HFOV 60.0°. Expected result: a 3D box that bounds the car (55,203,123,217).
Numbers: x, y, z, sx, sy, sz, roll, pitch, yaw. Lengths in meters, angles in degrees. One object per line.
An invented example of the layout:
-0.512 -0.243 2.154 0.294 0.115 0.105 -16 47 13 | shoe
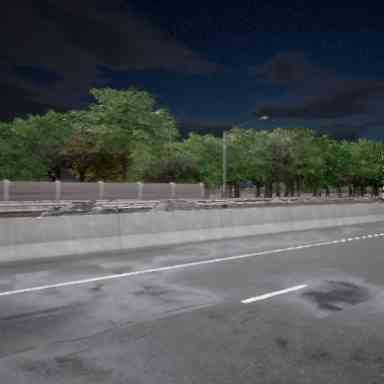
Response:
-5.882 1.589 21.288 4.718 1.301 1.895 0 0 -35 | car

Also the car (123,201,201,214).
-1.472 1.337 20.129 4.553 1.767 2.097 0 0 -35 | car

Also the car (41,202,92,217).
-8.221 1.494 23.918 4.892 1.490 1.837 0 0 -35 | car

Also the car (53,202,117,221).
-8.848 1.587 27.771 4.718 1.301 1.895 0 0 -35 | car
